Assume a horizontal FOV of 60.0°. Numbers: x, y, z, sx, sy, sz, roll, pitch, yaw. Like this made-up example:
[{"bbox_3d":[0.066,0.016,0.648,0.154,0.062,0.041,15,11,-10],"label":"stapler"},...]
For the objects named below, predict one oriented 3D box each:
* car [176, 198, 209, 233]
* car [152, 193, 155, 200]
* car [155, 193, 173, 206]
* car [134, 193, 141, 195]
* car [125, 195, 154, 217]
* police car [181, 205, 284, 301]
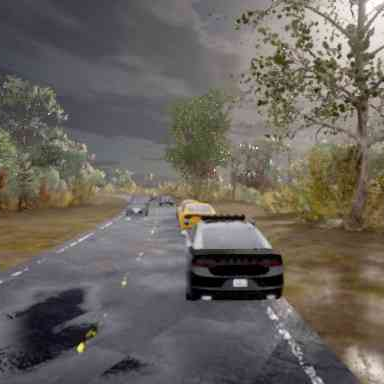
[{"bbox_3d":[0.275,1.327,18.313,1.882,1.535,5.008,0,0,-4],"label":"car"},{"bbox_3d":[-6.947,1.002,63.597,1.812,1.442,4.674,0,0,-12],"label":"car"},{"bbox_3d":[-3.652,1.168,46.117,2.033,1.411,5.357,0,0,-9],"label":"car"},{"bbox_3d":[-11.220,0.975,68.522,2.033,1.411,5.357,0,0,-13],"label":"car"},{"bbox_3d":[-4.649,1.256,28.719,2.128,1.511,4.902,0,0,-6],"label":"car"},{"bbox_3d":[0.756,1.355,8.356,1.930,1.638,5.238,0,0,-2],"label":"police car"}]
